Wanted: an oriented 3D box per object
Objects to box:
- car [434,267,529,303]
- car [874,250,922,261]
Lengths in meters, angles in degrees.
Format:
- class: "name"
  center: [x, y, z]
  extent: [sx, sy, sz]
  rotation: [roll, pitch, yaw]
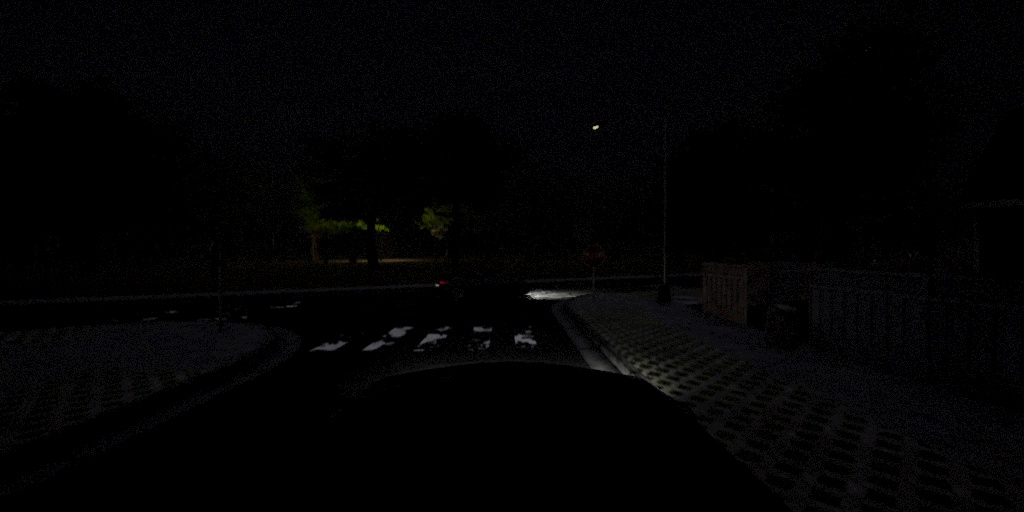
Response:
- class: "car"
  center: [-1.351, 1.208, 16.010]
  extent: [4.181, 1.385, 1.994]
  rotation: [0, 1, -23]
- class: "car"
  center: [39.590, 0.436, 36.753]
  extent: [5.566, 2.045, 2.150]
  rotation: [-1, 1, -23]
